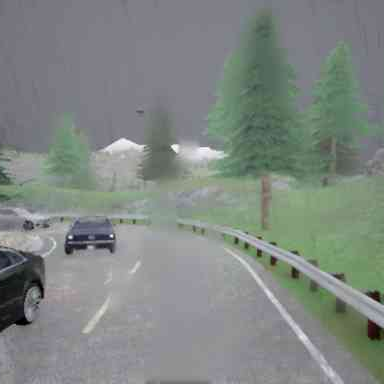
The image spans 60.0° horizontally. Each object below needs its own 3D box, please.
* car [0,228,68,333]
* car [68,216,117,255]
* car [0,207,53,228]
[{"bbox_3d":[-3.640,1.533,4.395,2.128,1.511,4.902,0,-1,-1],"label":"car"},{"bbox_3d":[-4.248,1.734,14.232,1.895,1.301,4.718,0,-1,-15],"label":"car"},{"bbox_3d":[-11.553,1.739,21.984,4.674,1.442,1.812,0,-1,12],"label":"car"}]
